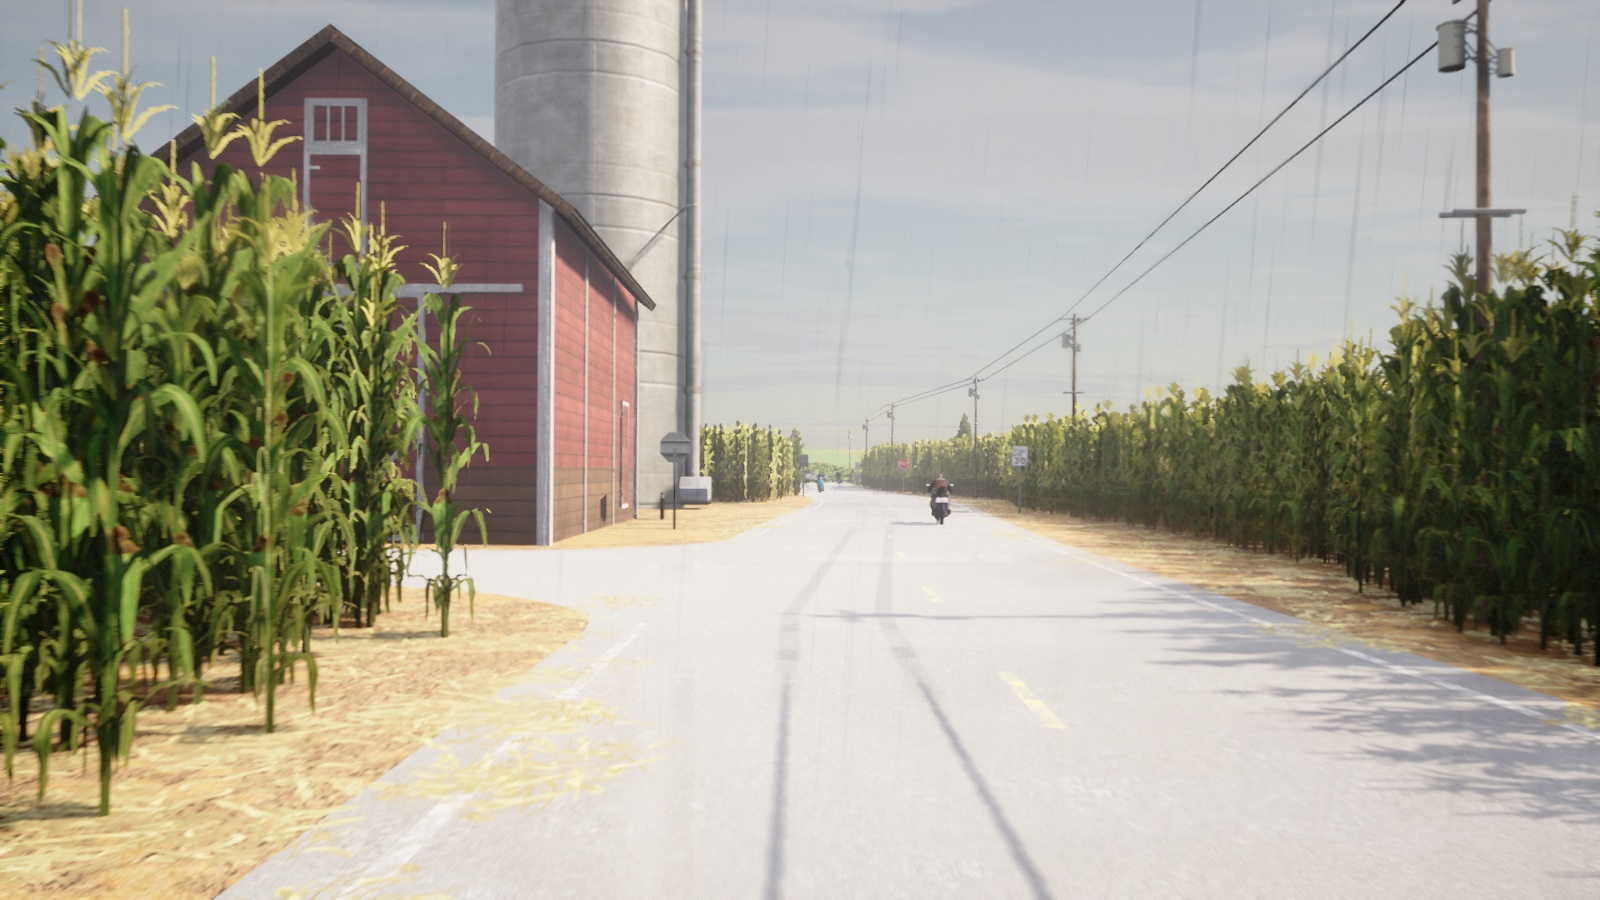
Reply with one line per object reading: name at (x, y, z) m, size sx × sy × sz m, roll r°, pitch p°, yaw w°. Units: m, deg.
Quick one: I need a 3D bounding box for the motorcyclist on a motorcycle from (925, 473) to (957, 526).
motorcyclist on a motorcycle at (4.236, 1.465, 37.864) m, size 0.866 × 1.530 × 2.191 m, roll 0°, pitch -1°, yaw 4°
